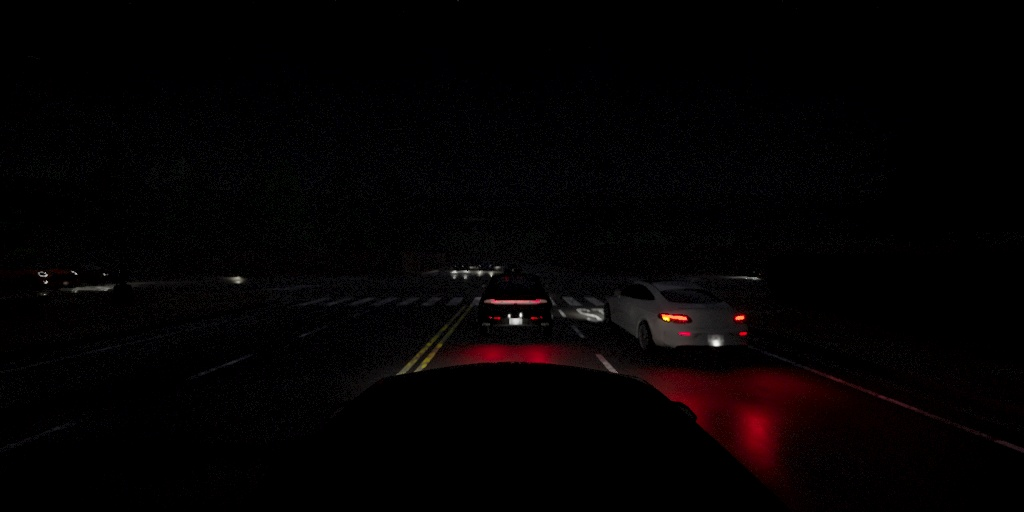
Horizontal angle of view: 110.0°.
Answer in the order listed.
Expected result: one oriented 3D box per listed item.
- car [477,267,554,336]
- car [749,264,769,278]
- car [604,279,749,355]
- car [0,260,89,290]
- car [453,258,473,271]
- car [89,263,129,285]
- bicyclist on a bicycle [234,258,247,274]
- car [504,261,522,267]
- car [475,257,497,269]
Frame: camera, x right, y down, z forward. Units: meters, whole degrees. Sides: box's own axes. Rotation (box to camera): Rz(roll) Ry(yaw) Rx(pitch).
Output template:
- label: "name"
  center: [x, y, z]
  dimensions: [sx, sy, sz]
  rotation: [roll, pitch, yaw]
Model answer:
- label: "car"
  center: [0.088, 1.245, 10.416]
  dimensions: [2.128, 1.511, 4.902]
  rotation: [0, 0, 0]
- label: "car"
  center: [23.830, 1.269, 32.349]
  dimensions: [4.181, 1.385, 1.994]
  rotation: [0, 0, 0]
- label: "car"
  center: [3.586, 1.278, 8.603]
  dimensions: [1.812, 1.442, 4.674]
  rotation: [0, 0, 0]
- label: "car"
  center: [-28.966, 1.054, 21.341]
  dimensions: [4.553, 1.767, 2.097]
  rotation: [0, 0, -4]
- label: "car"
  center: [-7.089, 1.272, 50.520]
  dimensions: [1.837, 1.490, 4.892]
  rotation: [0, 0, 0]
- label: "car"
  center: [-29.611, 1.228, 24.838]
  dimensions: [4.674, 1.442, 1.812]
  rotation: [0, 0, -4]
- label: "bicyclist on a bicycle"
  center: [-27.274, 1.007, 36.053]
  dimensions: [0.582, 1.620, 1.656]
  rotation: [0, 0, 0]
- label: "car"
  center: [0.092, 1.291, 40.388]
  dimensions: [1.812, 1.442, 4.674]
  rotation: [0, 0, 0]
- label: "car"
  center: [-3.589, 1.245, 50.255]
  dimensions: [1.882, 1.535, 5.008]
  rotation: [0, 0, 0]
